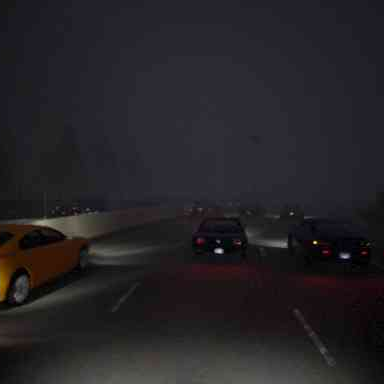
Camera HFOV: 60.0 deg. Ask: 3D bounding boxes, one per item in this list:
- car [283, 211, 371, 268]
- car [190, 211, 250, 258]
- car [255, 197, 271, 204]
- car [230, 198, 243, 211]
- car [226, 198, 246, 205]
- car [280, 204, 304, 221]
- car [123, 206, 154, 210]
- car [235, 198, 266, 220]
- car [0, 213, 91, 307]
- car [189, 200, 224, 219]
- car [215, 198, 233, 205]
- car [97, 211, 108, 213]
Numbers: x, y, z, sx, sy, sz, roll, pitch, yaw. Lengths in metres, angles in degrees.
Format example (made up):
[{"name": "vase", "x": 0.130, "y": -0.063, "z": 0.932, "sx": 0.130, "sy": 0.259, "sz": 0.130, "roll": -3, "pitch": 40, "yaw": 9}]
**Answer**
[{"name": "car", "x": 4.518, "y": 1.592, "z": 11.458, "sx": 1.812, "sy": 1.442, "sz": 4.674, "roll": 0, "pitch": 0, "yaw": 7}, {"name": "car", "x": 1.205, "y": 1.668, "z": 13.187, "sx": 1.895, "sy": 1.301, "sz": 4.718, "roll": 0, "pitch": 0, "yaw": 8}, {"name": "car", "x": 15.046, "y": 1.746, "z": 69.963, "sx": 1.994, "sy": 1.385, "sz": 4.181, "roll": 0, "pitch": 0, "yaw": 32}, {"name": "car", "x": 6.468, "y": 1.567, "z": 41.810, "sx": 2.097, "sy": 1.767, "sz": 4.553, "roll": 0, "pitch": 0, "yaw": 28}, {"name": "car", "x": 8.933, "y": 1.872, "z": 66.758, "sx": 2.033, "sy": 1.411, "sz": 5.357, "roll": 0, "pitch": 0, "yaw": 32}, {"name": "car", "x": 8.580, "y": 1.720, "z": 28.385, "sx": 1.994, "sy": 1.385, "sz": 4.181, "roll": 0, "pitch": 0, "yaw": 19}, {"name": "car", "x": -5.038, "y": 1.650, "z": 32.402, "sx": 1.837, "sy": 1.490, "sz": 4.892, "roll": 0, "pitch": 0, "yaw": 19}, {"name": "car", "x": 5.594, "y": 1.637, "z": 30.489, "sx": 1.882, "sy": 1.535, "sz": 5.008, "roll": 0, "pitch": 0, "yaw": 19}, {"name": "car", "x": -4.184, "y": 1.509, "z": 8.120, "sx": 1.882, "sy": 1.535, "sz": 5.008, "roll": 0, "pitch": 0, "yaw": 5}, {"name": "car", "x": 1.382, "y": 1.496, "z": 29.288, "sx": 2.097, "sy": 1.767, "sz": 4.553, "roll": 0, "pitch": 0, "yaw": 20}, {"name": "car", "x": 6.805, "y": 1.886, "z": 69.958, "sx": 1.994, "sy": 1.385, "sz": 4.181, "roll": 0, "pitch": 0, "yaw": 32}, {"name": "car", "x": -9.616, "y": 1.342, "z": 29.604, "sx": 2.150, "sy": 2.045, "sz": 5.566, "roll": 0, "pitch": 0, "yaw": 17}]
